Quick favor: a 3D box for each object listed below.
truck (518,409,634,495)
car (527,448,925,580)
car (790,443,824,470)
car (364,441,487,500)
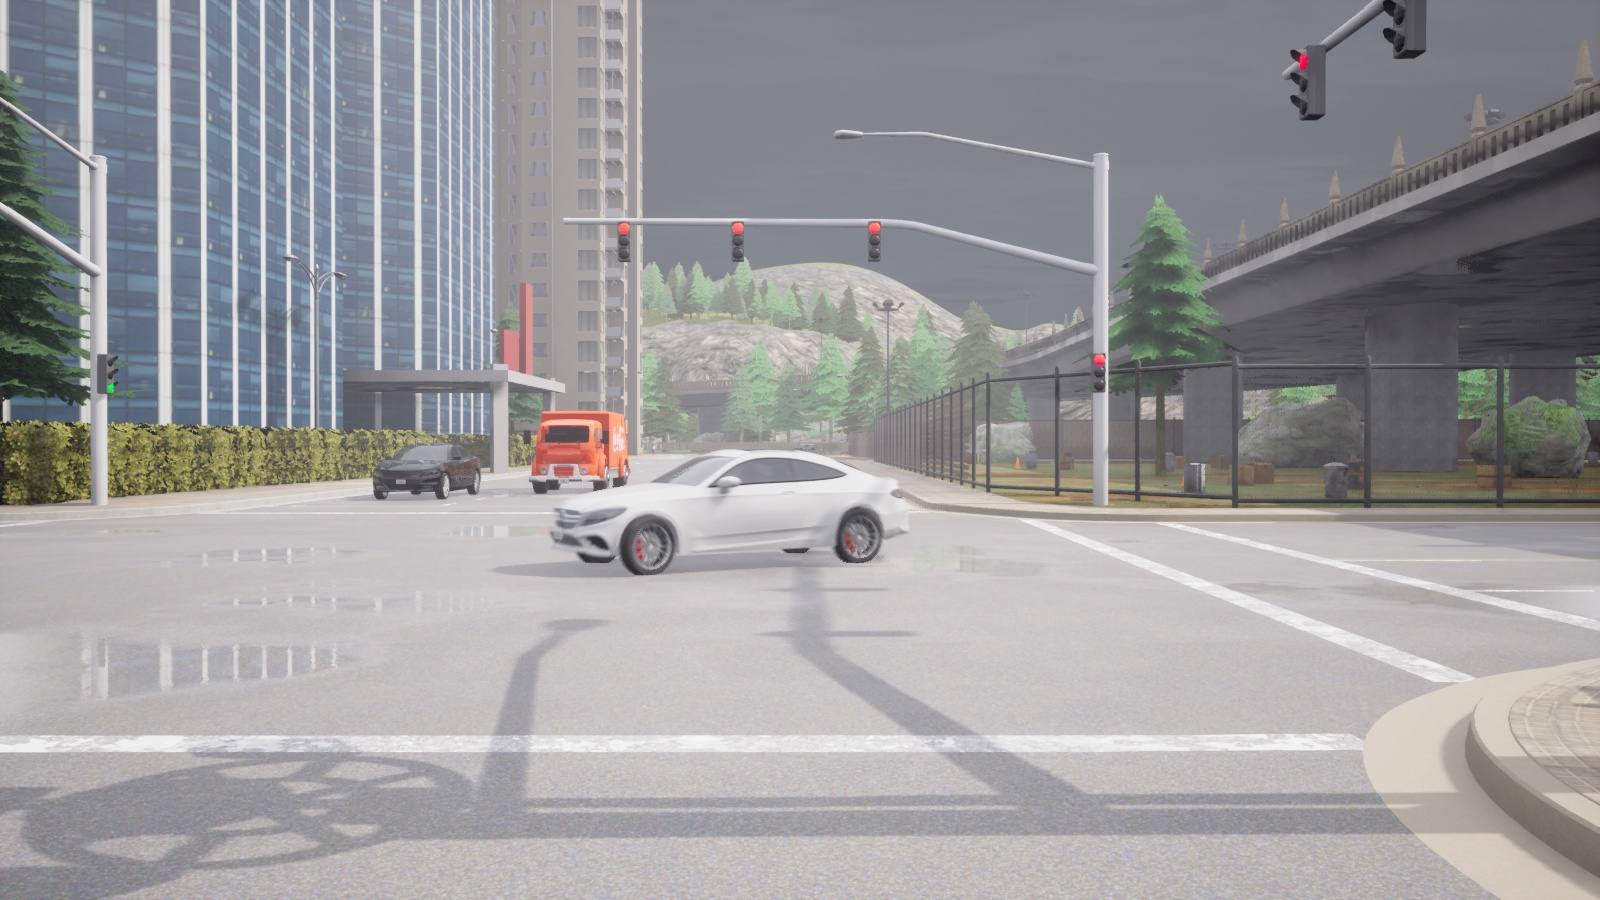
[{"bbox_3d":[-6.780,0.036,38.678,2.627,2.467,5.204,0,0,0],"label":"truck"},{"bbox_3d":[-0.869,0.707,15.783,4.674,1.442,1.812,0,0,-30],"label":"car"},{"bbox_3d":[0.389,0.362,70.503,1.816,1.474,4.193,0,0,0],"label":"car"},{"bbox_3d":[-10.300,0.519,34.939,1.882,1.535,5.008,0,0,0],"label":"car"}]
